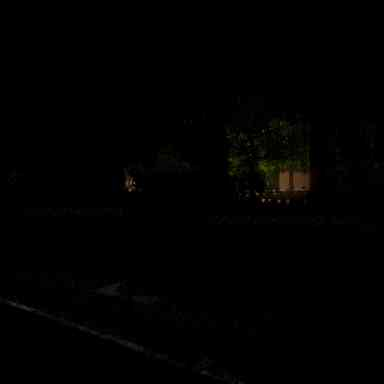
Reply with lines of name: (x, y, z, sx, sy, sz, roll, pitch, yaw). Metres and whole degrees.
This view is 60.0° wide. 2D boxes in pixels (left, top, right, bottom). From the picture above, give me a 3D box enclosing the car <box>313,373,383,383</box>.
car: (2.419, 1.542, 1.142, 4.403, 1.369, 2.008, 0, -1, 34)
